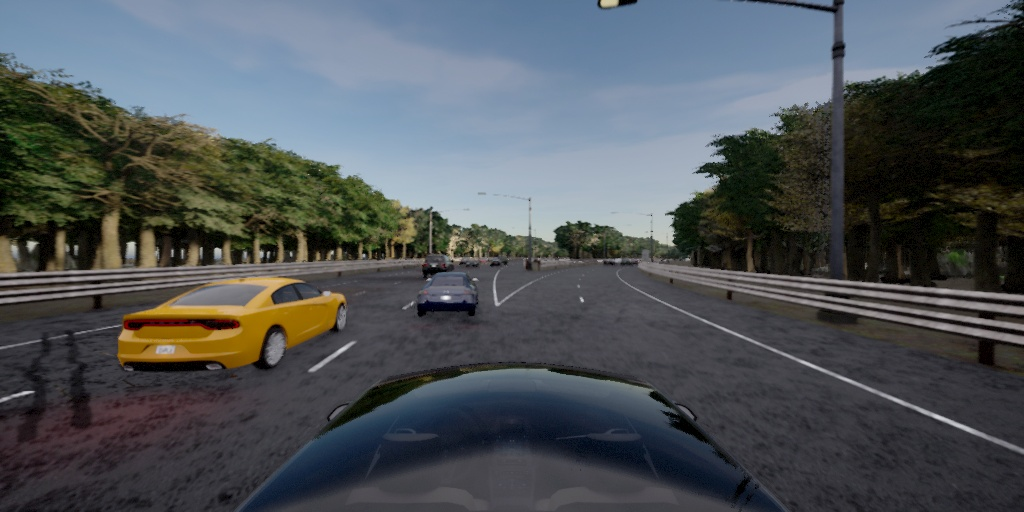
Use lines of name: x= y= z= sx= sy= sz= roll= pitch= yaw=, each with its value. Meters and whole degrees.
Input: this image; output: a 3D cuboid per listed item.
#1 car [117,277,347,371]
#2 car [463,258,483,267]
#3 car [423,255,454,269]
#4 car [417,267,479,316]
car: x=-5.192 y=1.189 z=7.617 sx=1.882 sy=1.535 sz=5.008 roll=1 pitch=0 yaw=-5
car: x=-6.573 y=1.307 z=61.571 sx=1.895 sy=1.301 sz=4.718 roll=0 pitch=0 yaw=2
car: x=-6.663 y=0.930 z=32.953 sx=2.150 sy=2.045 sz=5.566 roll=0 pitch=0 yaw=-2
car: x=-2.252 y=1.301 z=13.420 sx=1.994 sy=1.385 sz=4.181 roll=0 pitch=0 yaw=-4
